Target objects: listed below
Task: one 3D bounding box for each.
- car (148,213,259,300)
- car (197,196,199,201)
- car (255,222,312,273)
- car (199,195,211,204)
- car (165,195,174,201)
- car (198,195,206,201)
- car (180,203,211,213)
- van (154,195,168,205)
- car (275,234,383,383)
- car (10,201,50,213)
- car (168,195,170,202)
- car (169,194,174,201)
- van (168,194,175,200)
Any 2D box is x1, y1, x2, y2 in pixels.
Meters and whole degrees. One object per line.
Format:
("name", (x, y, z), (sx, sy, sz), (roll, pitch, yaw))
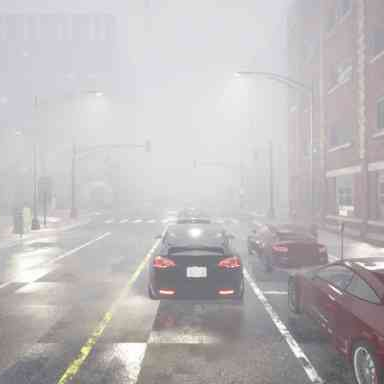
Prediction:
("car", (0.083, 1.506, 8.414), (2.163, 1.488, 4.792), (0, 0, 0))
("car", (2.534, 1.573, 82.236), (1.887, 1.381, 4.507), (1, 0, 0))
("car", (2.816, 1.585, 10.372), (1.802, 1.307, 4.206), (1, 0, 0))
("car", (2.580, 1.544, 59.796), (1.752, 1.417, 4.829), (1, 0, 0))
("car", (-5.858, 1.582, 87.909), (2.008, 1.369, 4.403), (1, 0, 0))
("car", (2.522, 1.597, 87.887), (1.947, 1.339, 4.313), (1, 0, 0))
("car", (0.065, 1.552, 17.686), (2.033, 1.411, 5.357), (0, 0, -1))
("van", (-5.797, 1.359, 59.648), (1.690, 1.788, 3.998), (1, 0, 0))
("car", (2.658, 1.583, 4.716), (1.802, 1.307, 4.206), (1, 0, 0))
("car", (-18.790, 1.730, 38.711), (4.313, 1.339, 1.947), (0, -1, 0))
("car", (-5.812, 1.602, 65.300), (1.802, 1.307, 4.206), (1, 0, 0))
("car", (-5.835, 1.607, 76.604), (1.802, 1.307, 4.206), (1, 0, 0))
("van", (-5.866, 1.375, 93.561), (1.690, 1.788, 3.998), (1, 0, 0))
